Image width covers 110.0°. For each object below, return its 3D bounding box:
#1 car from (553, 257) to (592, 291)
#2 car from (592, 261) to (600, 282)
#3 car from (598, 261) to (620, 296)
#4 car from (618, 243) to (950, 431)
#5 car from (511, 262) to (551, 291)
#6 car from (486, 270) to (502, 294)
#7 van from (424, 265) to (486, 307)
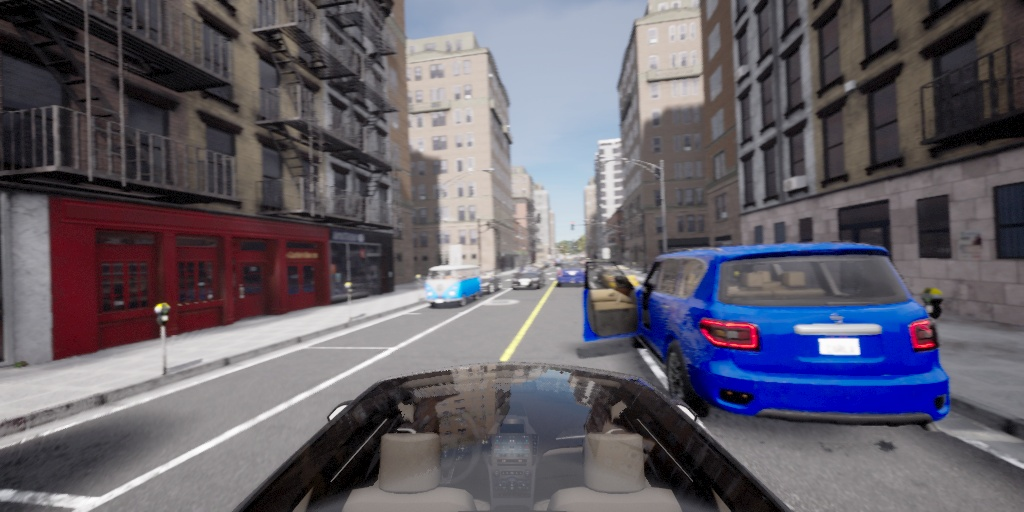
[{"bbox_3d":[4.255,1.165,25.338,2.097,1.767,4.553,-2,-1,10],"label":"car"},{"bbox_3d":[7.083,1.265,26.092,2.007,1.370,4.403,0,0,9],"label":"car"},{"bbox_3d":[6.225,1.222,20.927,1.751,1.417,4.829,0,0,9],"label":"car"},{"bbox_3d":[3.268,0.885,5.739,2.150,2.045,5.566,-2,-1,9],"label":"car"},{"bbox_3d":[1.162,1.409,23.868,2.128,1.511,4.902,-2,-1,10],"label":"car"},{"bbox_3d":[-1.722,1.558,22.080,2.007,1.370,4.403,0,0,9],"label":"car"},{"bbox_3d":[-2.614,1.332,16.748,1.690,1.789,3.998,0,0,9],"label":"van"}]
